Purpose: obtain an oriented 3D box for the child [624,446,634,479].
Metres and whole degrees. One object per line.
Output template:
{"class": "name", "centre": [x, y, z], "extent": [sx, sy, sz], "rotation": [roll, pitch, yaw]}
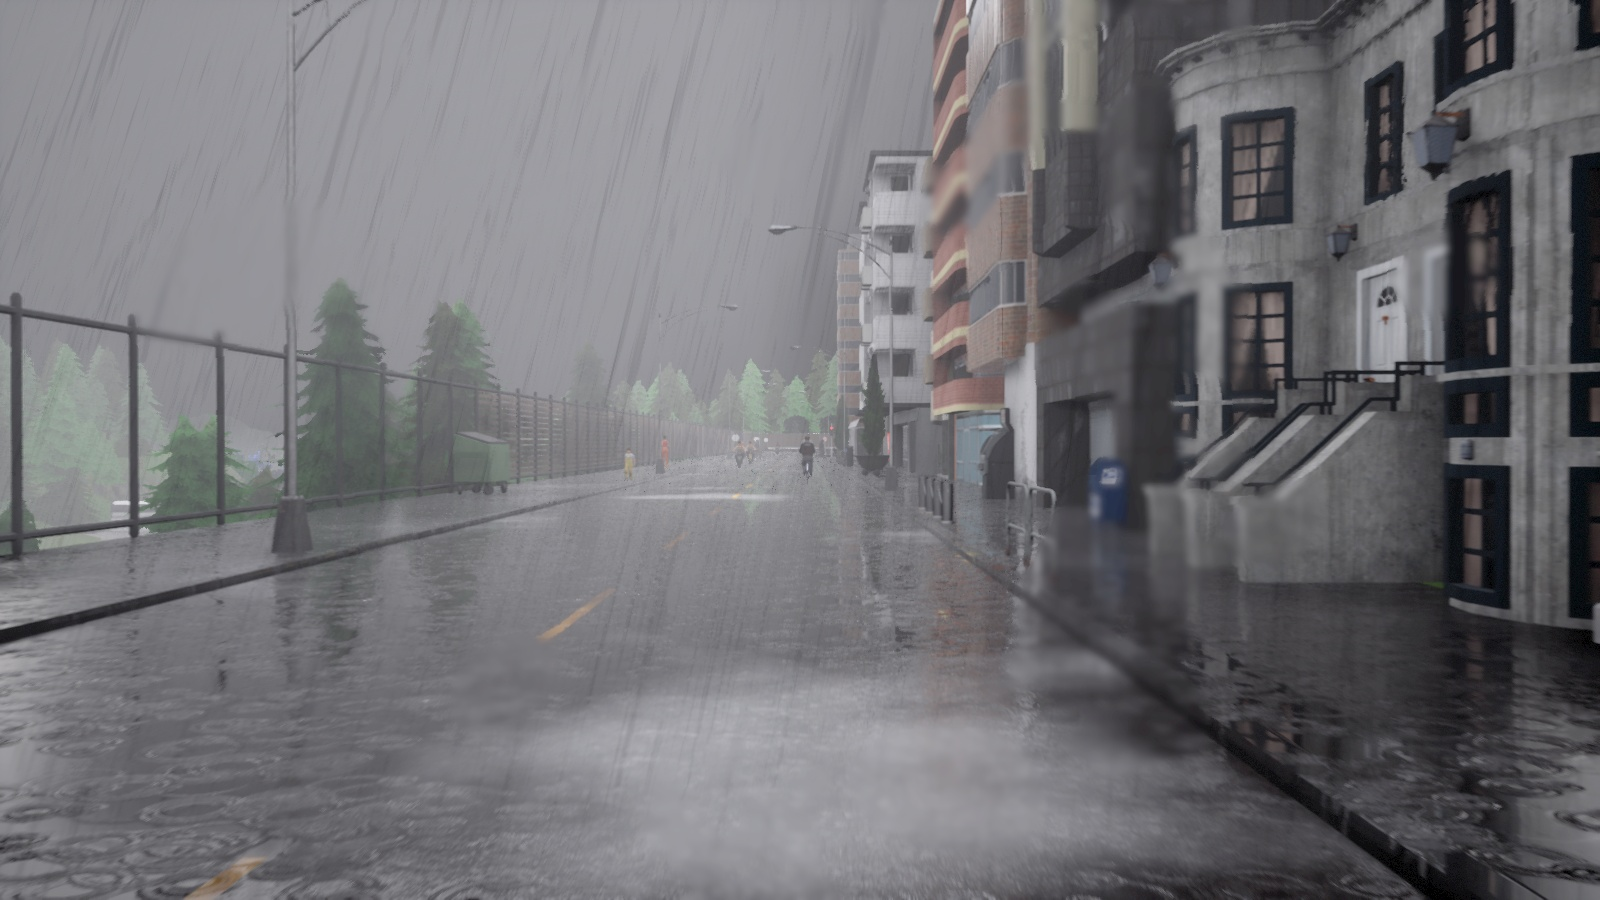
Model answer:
{"class": "child", "centre": [-6.425, 0.466, 47.100], "extent": [0.270, 1.263, 0.437], "rotation": [0, 0, 8]}
